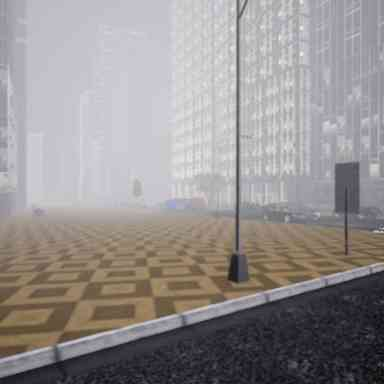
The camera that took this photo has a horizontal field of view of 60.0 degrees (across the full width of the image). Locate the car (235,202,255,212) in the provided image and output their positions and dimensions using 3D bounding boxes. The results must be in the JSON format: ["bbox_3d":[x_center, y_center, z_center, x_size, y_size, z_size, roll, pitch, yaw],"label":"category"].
[{"bbox_3d":[7.614,2.026,45.590,1.947,1.339,4.313,-1,-1,-26],"label":"car"}]

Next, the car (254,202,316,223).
[{"bbox_3d":[7.355,1.720,26.751,2.008,1.369,4.403,-1,-1,-26],"label":"car"}]

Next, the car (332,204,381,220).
[{"bbox_3d":[14.910,1.725,30.376,2.008,1.369,4.403,-1,-1,-26],"label":"car"}]

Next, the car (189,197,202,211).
[{"bbox_3d":[-1.039,1.817,50.340,2.150,2.045,5.566,0,-1,-25],"label":"car"}]

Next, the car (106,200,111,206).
[{"bbox_3d":[-21.833,2.901,87.605,1.887,1.381,4.507,-1,-1,-26],"label":"car"}]

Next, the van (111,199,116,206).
[{"bbox_3d":[-16.973,2.492,77.465,1.690,1.788,3.998,-1,-1,-26],"label":"van"}]

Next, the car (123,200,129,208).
[{"bbox_3d":[-12.031,2.470,67.169,1.752,1.417,4.829,-1,-1,-26],"label":"car"}]

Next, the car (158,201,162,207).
[{"bbox_3d":[-4.302,2.346,64.238,1.837,1.490,4.892,0,-1,-26],"label":"car"}]

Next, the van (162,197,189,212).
[{"bbox_3d":[-2.379,1.892,47.039,1.690,1.788,3.998,-1,-1,-26],"label":"van"}]

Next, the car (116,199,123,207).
[{"bbox_3d":[-14.536,2.594,72.393,1.887,1.381,4.507,-1,-1,-26],"label":"car"}]

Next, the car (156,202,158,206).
[{"bbox_3d":[-6.980,2.636,76.017,1.802,1.307,4.206,-1,-1,-26],"label":"car"}]

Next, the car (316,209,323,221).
[{"bbox_3d":[9.146,1.684,29.032,2.128,1.511,4.902,0,-1,-26],"label":"car"}]

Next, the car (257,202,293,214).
[{"bbox_3d":[10.046,1.930,40.518,1.947,1.339,4.313,-1,-1,-26],"label":"car"}]

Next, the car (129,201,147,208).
[{"bbox_3d":[-9.672,2.398,62.250,2.008,1.369,4.403,-1,-1,-26],"label":"car"}]

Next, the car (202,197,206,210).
[{"bbox_3d":[0.326,1.875,54.667,2.150,2.045,5.566,0,-1,-25],"label":"car"}]
